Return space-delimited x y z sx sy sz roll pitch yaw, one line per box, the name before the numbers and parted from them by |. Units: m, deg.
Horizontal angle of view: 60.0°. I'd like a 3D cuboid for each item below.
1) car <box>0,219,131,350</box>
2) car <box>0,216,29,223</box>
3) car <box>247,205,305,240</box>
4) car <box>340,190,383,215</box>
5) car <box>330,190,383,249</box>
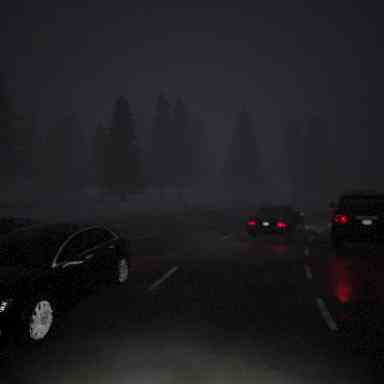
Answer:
car | -2.722 1.395 6.329 1.837 1.490 4.892 0 1 12
car | -5.578 1.397 9.337 1.994 1.385 4.181 0 1 15
car | 4.106 1.320 15.785 2.033 1.411 5.357 1 1 26
car | 15.610 0.829 29.518 5.566 2.045 2.150 0 1 -38
car | 6.782 1.043 13.266 2.150 2.045 5.566 0 1 24
